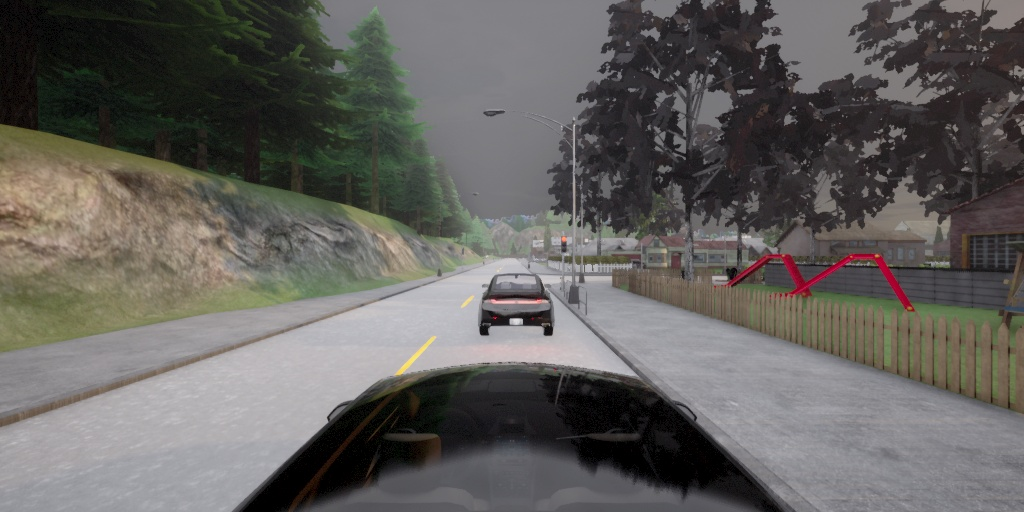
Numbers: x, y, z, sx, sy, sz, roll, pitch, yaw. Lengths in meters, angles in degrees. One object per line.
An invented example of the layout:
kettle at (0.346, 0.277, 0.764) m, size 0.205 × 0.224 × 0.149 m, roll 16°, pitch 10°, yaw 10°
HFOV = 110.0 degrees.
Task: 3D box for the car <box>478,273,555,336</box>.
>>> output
car at (0.125, 1.242, 10.364) m, size 2.128 × 1.511 × 4.902 m, roll 0°, pitch 0°, yaw 1°
